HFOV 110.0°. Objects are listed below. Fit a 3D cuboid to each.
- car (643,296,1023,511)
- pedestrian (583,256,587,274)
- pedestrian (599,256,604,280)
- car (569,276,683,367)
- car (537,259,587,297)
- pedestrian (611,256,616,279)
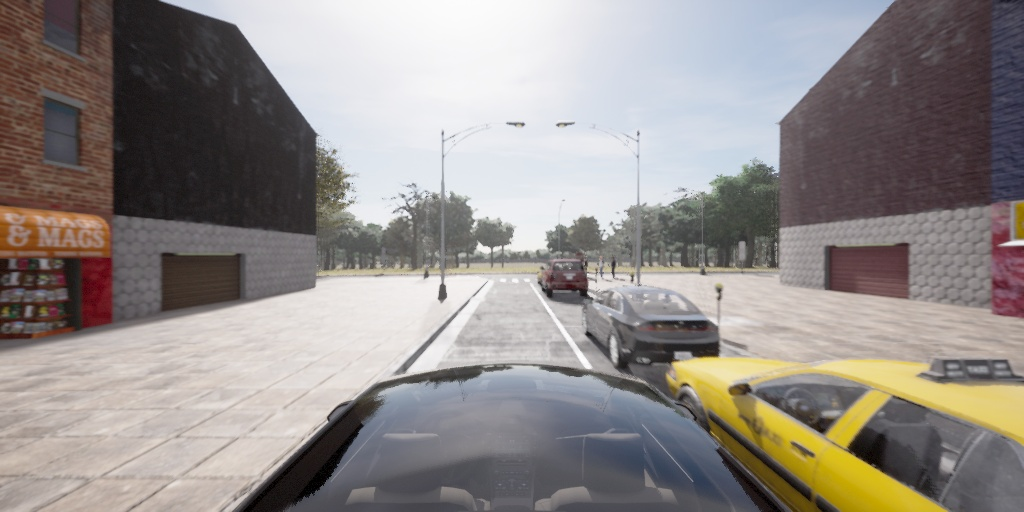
[{"bbox_3d":[2.637,1.275,2.325,1.751,1.417,4.829,0,0,0],"label":"car"},{"bbox_3d":[5.957,0.908,28.971,0.375,1.860,0.375,0,0,0],"label":"pedestrian"},{"bbox_3d":[6.964,0.899,27.771,0.375,1.860,0.375,0,0,0],"label":"pedestrian"},{"bbox_3d":[2.635,1.303,7.700,2.007,1.370,4.403,0,0,0],"label":"car"},{"bbox_3d":[2.630,1.074,18.791,2.192,1.841,5.009,0,0,0],"label":"car"},{"bbox_3d":[7.999,0.882,28.372,0.375,1.860,0.375,0,0,0],"label":"pedestrian"}]
